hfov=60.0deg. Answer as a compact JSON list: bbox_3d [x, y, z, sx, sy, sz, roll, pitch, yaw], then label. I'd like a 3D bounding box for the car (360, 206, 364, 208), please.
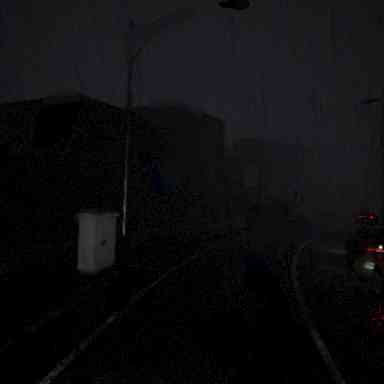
[{"bbox_3d":[35.313,3.776,68.205,2.097,1.767,4.553,3,0,32],"label":"car"}]

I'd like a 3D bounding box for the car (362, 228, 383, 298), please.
[{"bbox_3d":[5.080,1.777,6.279,1.882,1.535,5.008,3,-1,11],"label":"car"}]

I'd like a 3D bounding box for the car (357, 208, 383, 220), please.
[{"bbox_3d":[18.470,2.757,34.912,2.128,1.511,4.902,3,-1,33],"label":"car"}]

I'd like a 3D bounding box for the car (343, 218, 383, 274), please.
[{"bbox_3d":[6.560,1.939,11.683,1.837,1.490,4.892,3,-1,19],"label":"car"}]
